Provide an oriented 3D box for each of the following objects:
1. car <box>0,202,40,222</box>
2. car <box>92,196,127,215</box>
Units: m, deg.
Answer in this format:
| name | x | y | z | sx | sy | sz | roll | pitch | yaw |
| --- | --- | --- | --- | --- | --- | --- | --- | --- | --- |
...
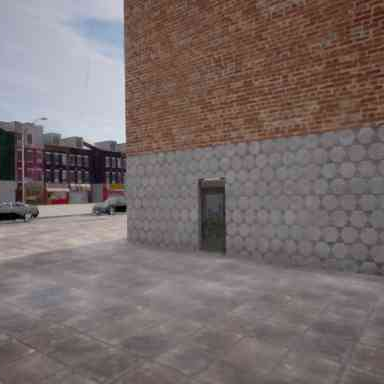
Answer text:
| name | x | y | z | sx | sy | sz | roll | pitch | yaw |
| --- | --- | --- | --- | --- | --- | --- | --- | --- | --- |
| car | -13.157 | 1.443 | 23.054 | 2.128 | 1.511 | 4.902 | -2 | 0 | 36 |
| car | -7.146 | 1.194 | 31.323 | 2.097 | 1.767 | 4.553 | -2 | 0 | 36 |
